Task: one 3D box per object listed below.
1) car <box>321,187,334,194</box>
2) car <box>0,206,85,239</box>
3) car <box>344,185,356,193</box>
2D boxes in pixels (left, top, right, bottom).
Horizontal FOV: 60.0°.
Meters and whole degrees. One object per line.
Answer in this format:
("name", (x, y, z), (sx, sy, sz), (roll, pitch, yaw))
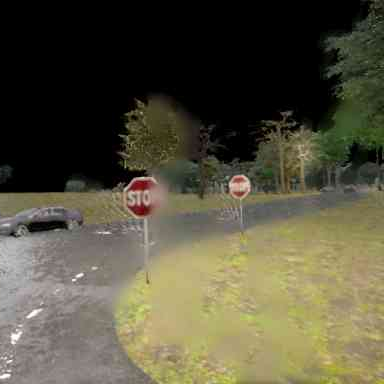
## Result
("car", (29.810, -0.360, 72.983), (2.033, 1.411, 5.357), (-4, 0, 34))
("car", (-8.069, 1.539, 17.650), (2.128, 1.511, 4.902), (-4, -1, 34))
("car", (33.879, -0.800, 71.492), (2.097, 1.767, 4.553), (-3, 0, 30))
